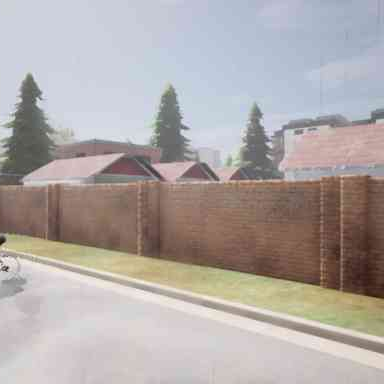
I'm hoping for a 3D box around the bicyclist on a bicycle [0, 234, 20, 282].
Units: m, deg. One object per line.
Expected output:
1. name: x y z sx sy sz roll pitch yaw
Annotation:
1. bicyclist on a bicycle: -4.903 1.432 7.841 0.582 1.620 1.656 0 1 38
